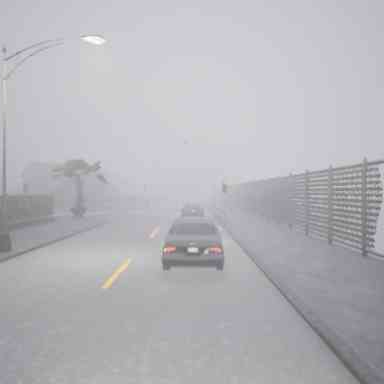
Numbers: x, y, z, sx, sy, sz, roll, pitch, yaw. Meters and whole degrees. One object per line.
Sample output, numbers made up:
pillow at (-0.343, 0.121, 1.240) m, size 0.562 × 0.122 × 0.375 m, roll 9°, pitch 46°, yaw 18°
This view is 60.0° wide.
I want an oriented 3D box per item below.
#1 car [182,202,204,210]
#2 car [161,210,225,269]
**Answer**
car at (0.066, 1.567, 30.257) m, size 1.994 × 1.385 × 4.181 m, roll 0°, pitch 0°, yaw 0°
car at (0.045, 1.549, 11.121) m, size 2.033 × 1.411 × 5.357 m, roll 0°, pitch 0°, yaw 1°
